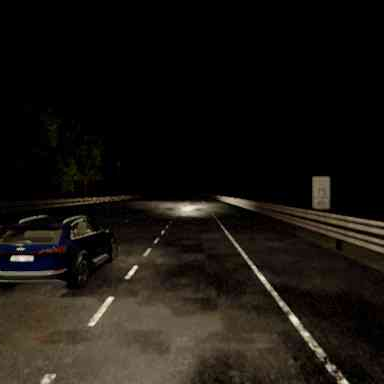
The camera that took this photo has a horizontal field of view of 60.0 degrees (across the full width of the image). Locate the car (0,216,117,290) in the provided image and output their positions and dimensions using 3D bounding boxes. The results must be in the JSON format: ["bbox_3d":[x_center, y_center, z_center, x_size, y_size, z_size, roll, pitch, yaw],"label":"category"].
[{"bbox_3d":[-3.428,1.420,9.019,2.033,1.649,4.856,0,0,1],"label":"car"}]
